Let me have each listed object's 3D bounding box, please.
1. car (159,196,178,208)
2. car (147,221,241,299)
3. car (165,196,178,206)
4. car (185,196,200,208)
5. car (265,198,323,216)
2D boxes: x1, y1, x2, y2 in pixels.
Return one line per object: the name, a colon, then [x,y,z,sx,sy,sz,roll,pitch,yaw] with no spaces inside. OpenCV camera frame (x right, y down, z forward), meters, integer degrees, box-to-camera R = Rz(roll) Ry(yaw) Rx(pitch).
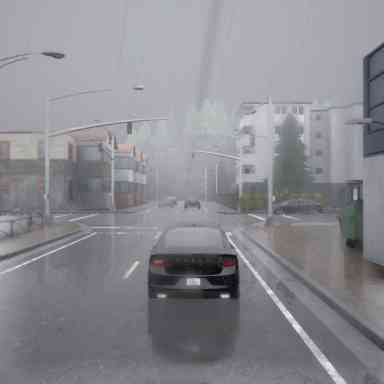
car: [-3.567,1.547,47.423,2.033,1.411,5.357,0,0,0]
car: [0.052,1.478,8.505,1.882,1.535,5.008,0,0,1]
car: [-3.550,1.477,57.738,1.882,1.535,5.008,0,0,1]
car: [0.095,1.352,47.242,2.097,1.767,4.553,0,0,0]
car: [8.929,1.328,29.182,4.892,1.490,1.837,0,0,-1]
